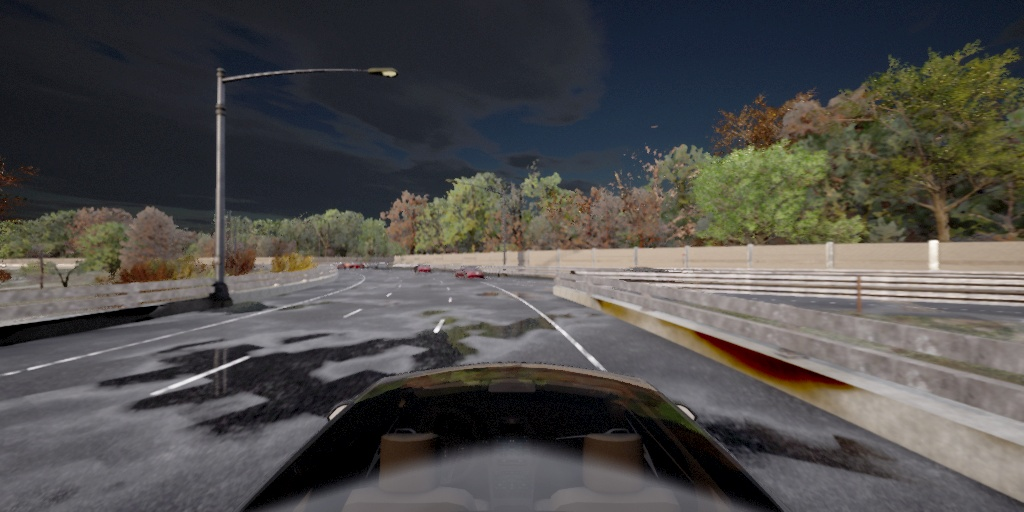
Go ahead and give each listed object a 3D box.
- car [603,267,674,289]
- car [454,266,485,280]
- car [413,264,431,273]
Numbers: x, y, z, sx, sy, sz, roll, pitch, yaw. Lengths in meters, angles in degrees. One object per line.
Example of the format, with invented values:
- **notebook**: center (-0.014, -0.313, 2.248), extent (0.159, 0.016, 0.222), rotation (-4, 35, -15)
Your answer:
- **car**: center (7.994, 1.495, 23.599), extent (4.892, 1.490, 1.837), rotation (-4, -2, 41)
- **car**: center (-4.560, 1.736, 37.797), extent (1.994, 1.385, 4.181), rotation (0, -1, -33)
- **car**: center (-13.866, 1.939, 55.086), extent (1.994, 1.385, 4.181), rotation (2, -4, -29)
